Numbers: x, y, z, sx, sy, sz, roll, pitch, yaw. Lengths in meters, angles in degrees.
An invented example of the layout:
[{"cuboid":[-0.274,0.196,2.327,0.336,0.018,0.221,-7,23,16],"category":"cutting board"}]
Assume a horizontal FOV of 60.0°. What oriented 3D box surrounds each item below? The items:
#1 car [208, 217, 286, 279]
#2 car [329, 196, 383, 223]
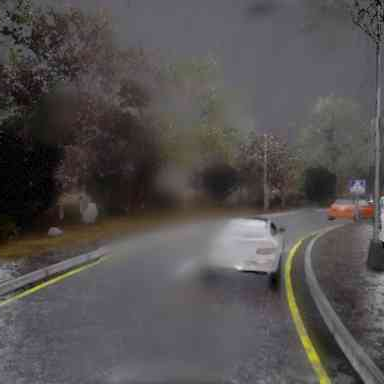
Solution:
[{"cuboid":[1.747,1.475,9.910,1.812,1.442,4.674,0,1,17],"category":"car"},{"cuboid":[12.036,1.203,24.665,4.553,1.767,2.097,0,1,-43],"category":"car"}]
